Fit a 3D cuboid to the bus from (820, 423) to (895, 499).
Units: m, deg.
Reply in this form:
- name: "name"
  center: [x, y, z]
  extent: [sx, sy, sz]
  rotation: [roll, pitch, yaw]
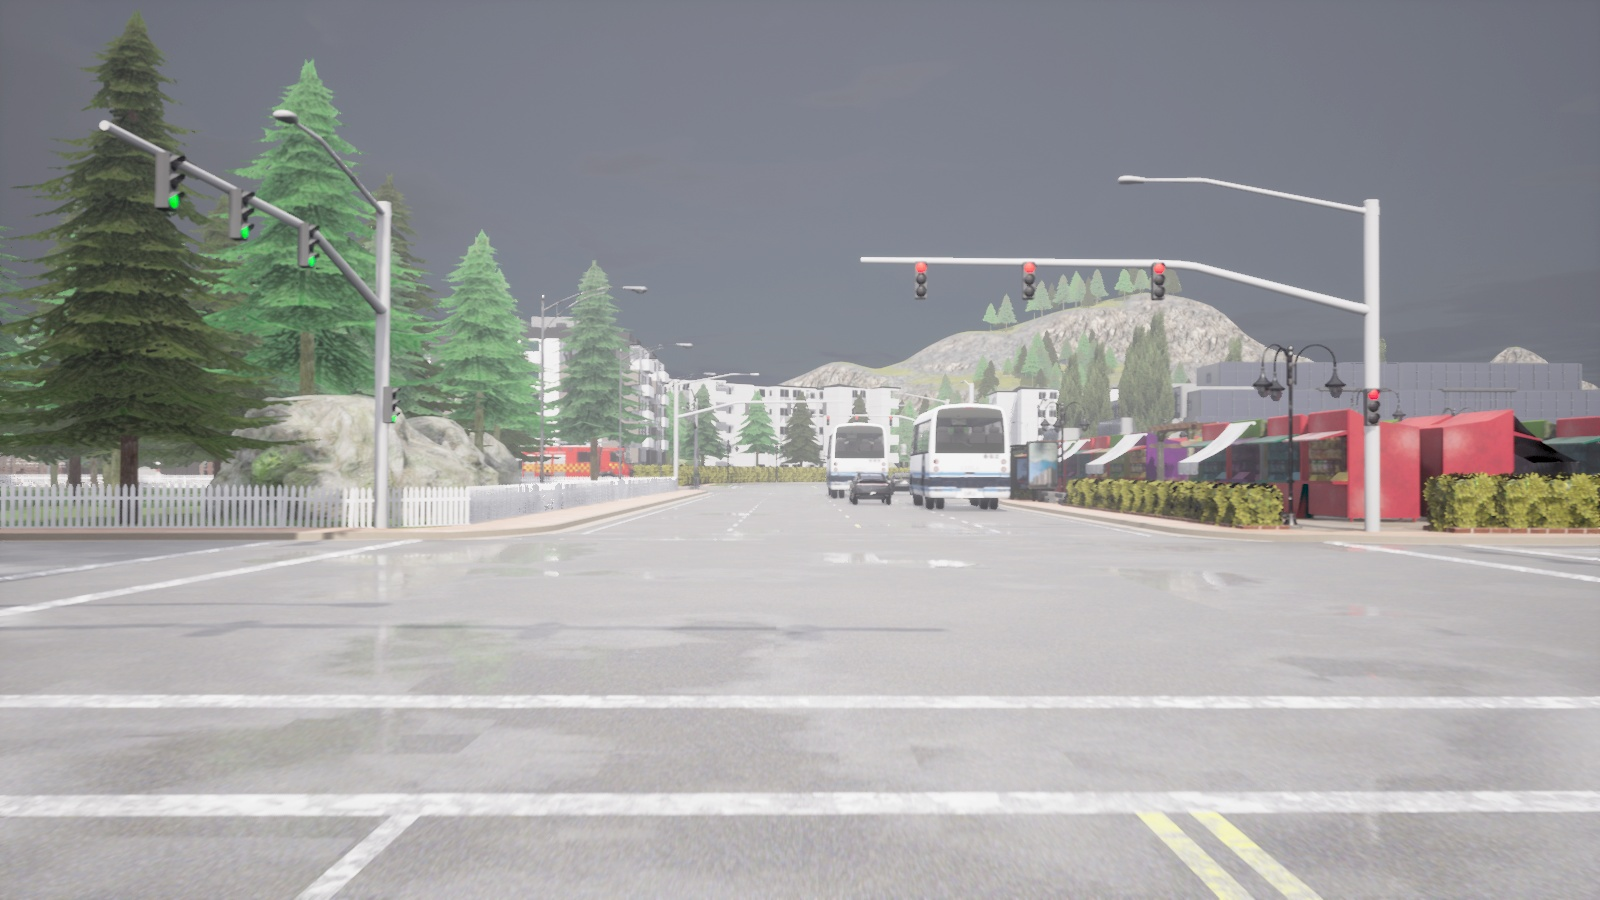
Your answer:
- name: "bus"
  center: [3.304, 0.688, 75.423]
  extent: [3.944, 4.253, 10.273]
  rotation: [0, -1, 0]

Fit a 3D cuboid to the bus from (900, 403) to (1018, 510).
- name: "bus"
  center: [6.735, 0.334, 55.103]
  extent: [3.944, 4.253, 10.273]
  rotation: [0, -1, 0]

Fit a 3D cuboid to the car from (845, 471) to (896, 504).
- name: "car"
  center: [3.347, 1.768, 60.341]
  extent: [2.128, 1.511, 4.902]
  rotation: [0, -1, 0]

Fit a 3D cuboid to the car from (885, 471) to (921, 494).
- name: "car"
  center: [6.789, 2.133, 83.543]
  extent: [2.007, 1.525, 4.514]
  rotation: [0, -1, 0]
